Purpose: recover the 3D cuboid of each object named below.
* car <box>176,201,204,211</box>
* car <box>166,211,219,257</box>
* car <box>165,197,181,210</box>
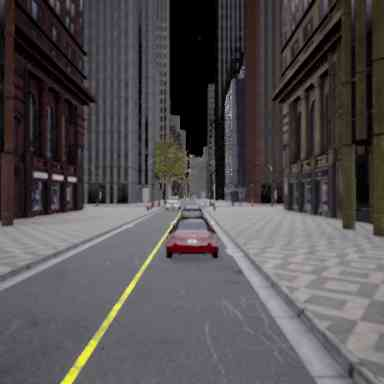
[{"bbox_3d":[0.017,1.777,28.512,2.128,1.511,4.902,0,0,0],"label":"car"},{"bbox_3d":[0.020,1.701,13.574,1.994,1.385,4.181,0,0,0],"label":"car"},{"bbox_3d":[-3.008,1.774,53.528,2.150,2.045,5.566,0,-1,0],"label":"car"}]
